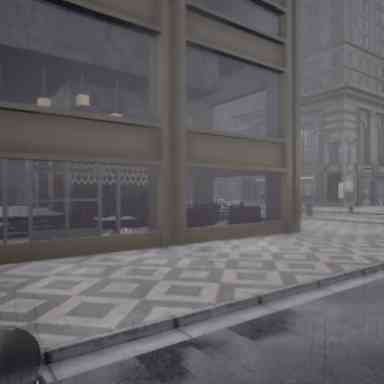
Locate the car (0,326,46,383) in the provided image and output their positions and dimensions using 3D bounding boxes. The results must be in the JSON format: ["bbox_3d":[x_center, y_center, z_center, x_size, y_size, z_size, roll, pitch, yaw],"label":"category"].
[{"bbox_3d":[-3.110,1.507,1.158,4.892,1.490,1.837,0,0,-35],"label":"car"}]
